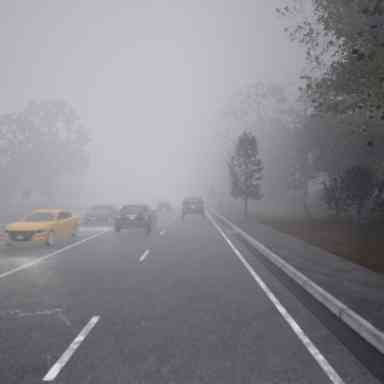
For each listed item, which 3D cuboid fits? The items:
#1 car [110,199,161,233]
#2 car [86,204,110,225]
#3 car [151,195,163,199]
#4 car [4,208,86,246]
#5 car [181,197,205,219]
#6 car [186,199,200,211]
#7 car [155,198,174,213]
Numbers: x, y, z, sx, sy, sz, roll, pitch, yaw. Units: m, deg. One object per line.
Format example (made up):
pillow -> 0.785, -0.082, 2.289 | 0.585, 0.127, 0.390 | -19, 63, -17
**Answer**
car -> -3.400, 1.502, 20.967 | 2.097, 1.767, 4.553 | 0, 0, 0
car -> -7.000, 1.691, 25.996 | 1.837, 1.490, 4.892 | 0, 0, 0
car -> -7.003, 1.692, 67.259 | 2.150, 2.045, 5.566 | 0, 0, 0
car -> -7.000, 1.593, 16.039 | 1.882, 1.535, 5.008 | 0, 0, 0
car -> 0.098, 1.451, 32.103 | 2.150, 2.045, 5.566 | 0, 0, 0
car -> 0.097, 1.817, 47.635 | 1.882, 1.535, 5.008 | 0, 0, 0
car -> -3.400, 1.804, 41.875 | 1.837, 1.490, 4.892 | 0, 0, 0
